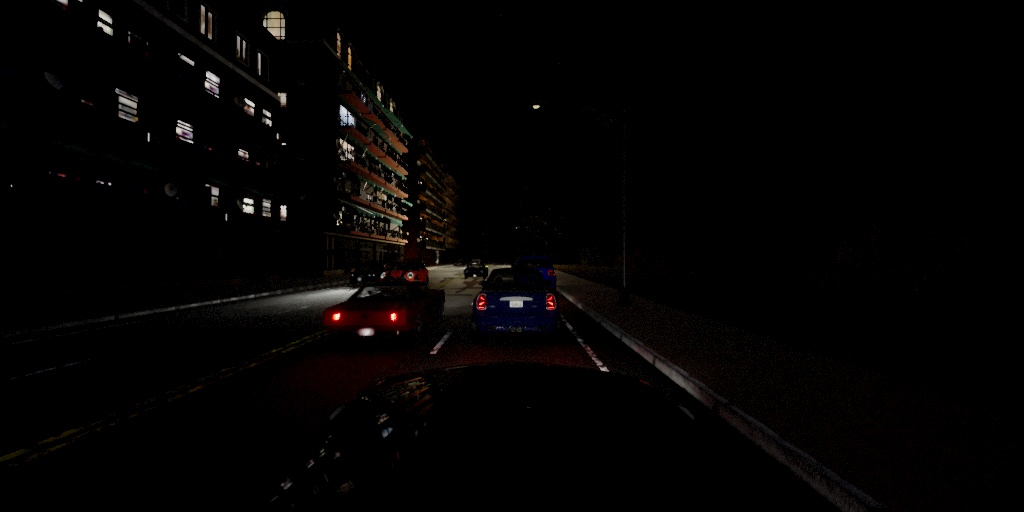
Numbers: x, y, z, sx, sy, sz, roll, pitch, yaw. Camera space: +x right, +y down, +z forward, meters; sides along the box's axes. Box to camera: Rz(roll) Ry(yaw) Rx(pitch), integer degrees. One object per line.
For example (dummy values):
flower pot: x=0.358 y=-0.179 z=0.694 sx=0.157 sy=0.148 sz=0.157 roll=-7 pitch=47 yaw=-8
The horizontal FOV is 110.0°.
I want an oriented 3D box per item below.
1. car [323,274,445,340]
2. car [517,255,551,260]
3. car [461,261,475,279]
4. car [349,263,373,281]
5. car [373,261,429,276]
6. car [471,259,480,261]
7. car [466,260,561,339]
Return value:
car: x=-3.153 y=1.352 z=10.001 sx=1.895 sy=1.301 sz=4.718 roll=0 pitch=0 yaw=0
car: x=1.136 y=0.977 z=19.768 sx=2.150 sy=2.045 sz=5.566 roll=0 pitch=0 yaw=0
car: x=-3.149 y=1.353 z=32.380 sx=1.895 sy=1.301 sz=4.718 roll=0 pitch=0 yaw=0
car: x=-9.851 y=1.244 z=25.614 sx=2.128 sy=1.511 sz=4.902 roll=0 pitch=0 yaw=0
car: x=-6.600 y=1.104 z=22.403 sx=2.097 sy=1.767 sz=4.553 roll=0 pitch=0 yaw=0
car: x=-6.549 y=1.240 z=64.911 sx=2.128 sy=1.511 sz=4.902 roll=0 pitch=0 yaw=0
car: x=0.097 y=1.103 z=10.193 sx=2.097 sy=1.767 sz=4.553 roll=0 pitch=0 yaw=0
